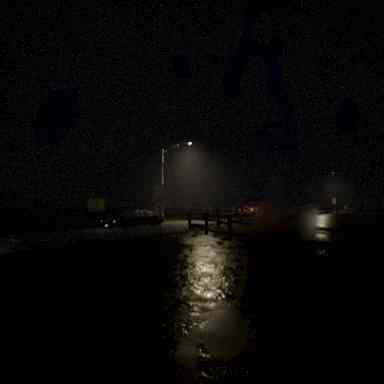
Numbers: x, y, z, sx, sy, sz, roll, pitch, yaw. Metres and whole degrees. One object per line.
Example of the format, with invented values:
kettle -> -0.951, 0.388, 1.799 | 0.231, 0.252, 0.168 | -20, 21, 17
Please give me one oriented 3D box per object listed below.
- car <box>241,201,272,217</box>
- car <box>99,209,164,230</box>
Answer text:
car -> 8.518, 2.222, 43.383 | 2.150, 2.045, 5.566 | -1, -2, 36
car -> -4.398, 2.005, 25.248 | 2.033, 1.411, 5.357 | -1, -2, 35
